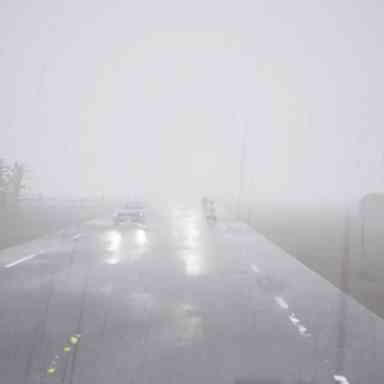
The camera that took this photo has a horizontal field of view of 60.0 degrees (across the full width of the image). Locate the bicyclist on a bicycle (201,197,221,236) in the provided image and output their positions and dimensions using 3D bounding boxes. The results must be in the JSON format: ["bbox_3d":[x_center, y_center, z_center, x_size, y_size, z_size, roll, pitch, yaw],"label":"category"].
[{"bbox_3d":[0.943,1.212,15.686,0.866,1.612,1.509,0,1,0],"label":"bicyclist on a bicycle"}]

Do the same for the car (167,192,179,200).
[{"bbox_3d":[-3.528,0.709,63.310,1.994,1.385,4.181,0,1,0],"label":"car"}]

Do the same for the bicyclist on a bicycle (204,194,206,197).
[{"bbox_3d":[0.959,1.004,24.766,0.659,1.776,1.843,0,1,0],"label":"bicyclist on a bicycle"}]

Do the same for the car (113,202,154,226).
[{"bbox_3d":[-3.597,1.293,20.919,1.895,1.301,4.718,0,1,0],"label":"car"}]

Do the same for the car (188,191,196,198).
[{"bbox_3d":[-0.016,0.550,76.154,2.128,1.511,4.902,0,1,0],"label":"car"}]

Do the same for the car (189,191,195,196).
[{"bbox_3d":[-0.019,0.388,92.759,1.837,1.490,4.892,0,0,0],"label":"car"}]
